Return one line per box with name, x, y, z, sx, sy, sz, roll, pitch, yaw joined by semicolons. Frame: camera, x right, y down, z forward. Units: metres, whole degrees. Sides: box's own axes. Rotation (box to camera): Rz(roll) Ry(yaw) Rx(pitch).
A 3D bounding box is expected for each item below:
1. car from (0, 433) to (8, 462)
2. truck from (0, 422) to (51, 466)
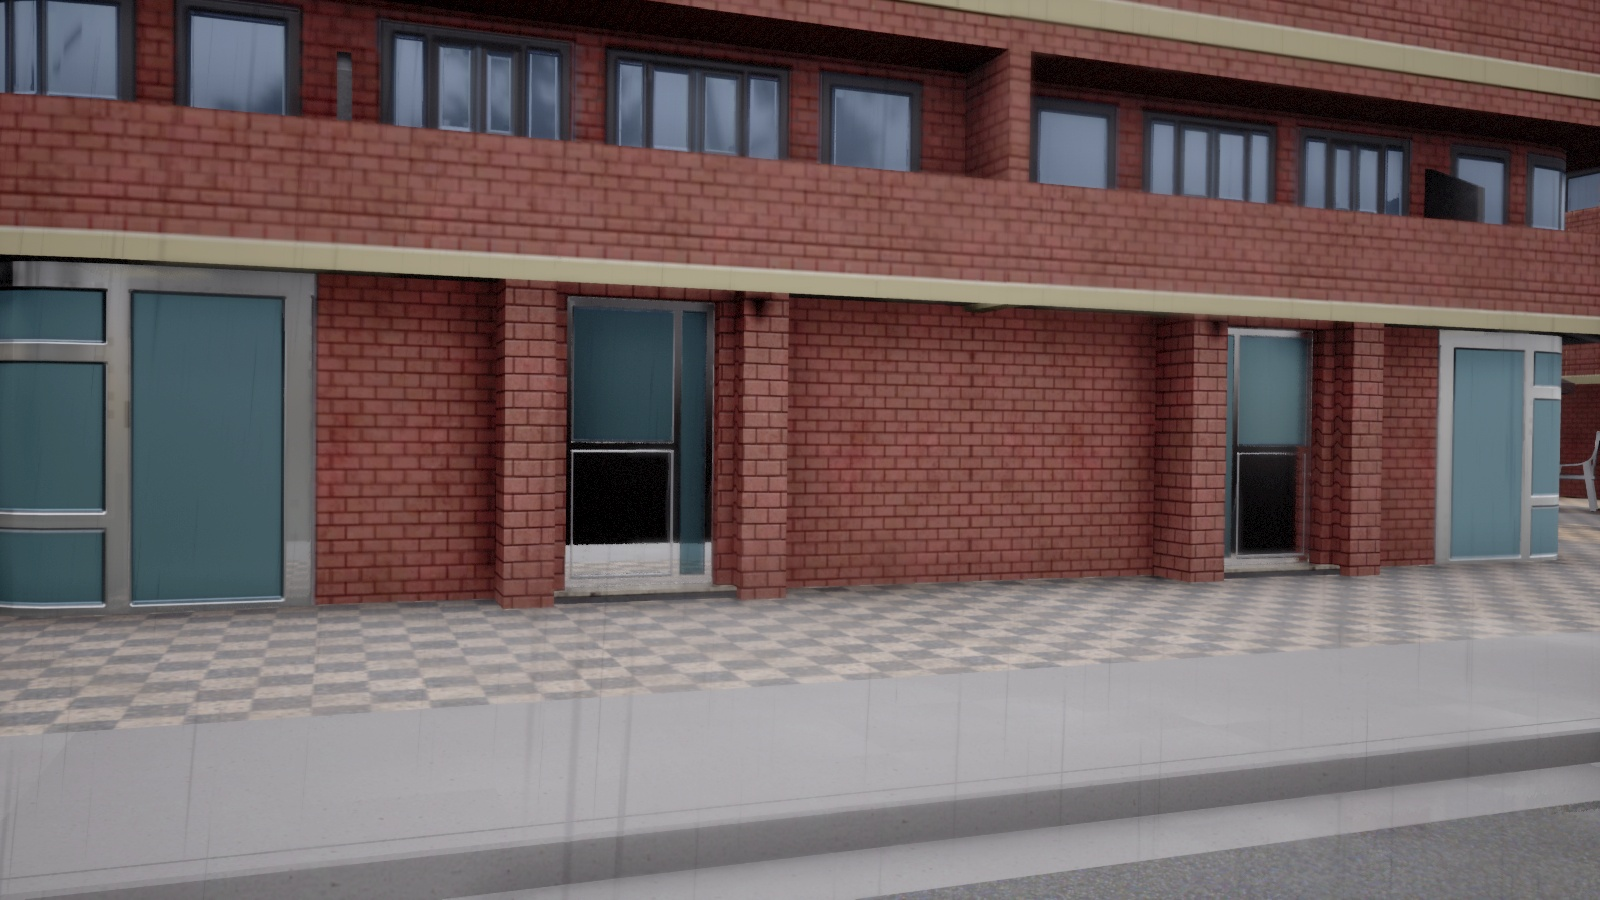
car;-51.750;-0.142;79.606;1.905;1.878;3.866;-1;1;-21
truck;-45.044;-0.372;72.186;2.627;2.467;5.204;-1;1;-22
